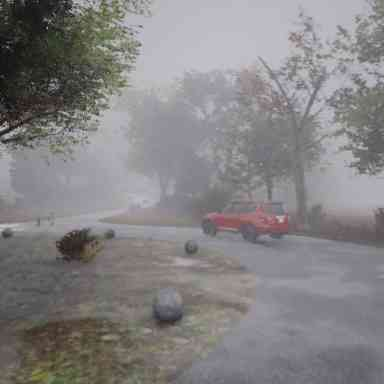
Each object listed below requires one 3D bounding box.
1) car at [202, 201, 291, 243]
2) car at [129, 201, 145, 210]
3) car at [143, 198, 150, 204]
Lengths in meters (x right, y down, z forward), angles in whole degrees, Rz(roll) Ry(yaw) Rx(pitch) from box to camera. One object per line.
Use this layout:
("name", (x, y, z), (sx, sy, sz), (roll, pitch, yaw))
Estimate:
("car", (2.830, 1.533, 18.437), (2.150, 2.045, 5.566), (1, -2, -34))
("car", (-11.279, 2.837, 66.381), (1.895, 1.301, 4.718), (-2, -1, 0))
("car", (-12.705, 2.529, 93.355), (1.837, 1.490, 4.892), (0, 2, -7))
